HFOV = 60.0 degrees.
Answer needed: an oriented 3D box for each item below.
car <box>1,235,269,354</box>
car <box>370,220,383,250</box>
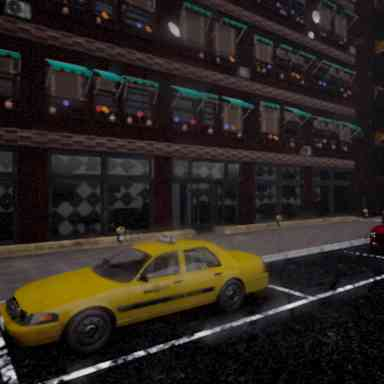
[{"bbox_3d":[-0.687,1.506,6.066,4.829,1.417,1.752,0,0,-35],"label":"car"},{"bbox_3d":[8.474,1.450,12.595,4.507,1.381,1.887,0,0,-35],"label":"car"}]
